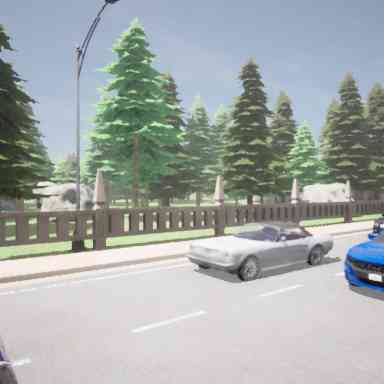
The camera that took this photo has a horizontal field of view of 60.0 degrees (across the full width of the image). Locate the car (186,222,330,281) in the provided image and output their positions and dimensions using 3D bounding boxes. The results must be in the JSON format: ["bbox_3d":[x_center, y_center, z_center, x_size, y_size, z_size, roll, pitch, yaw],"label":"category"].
[{"bbox_3d":[2.154,1.601,9.983,4.718,1.301,1.895,0,0,-37],"label":"car"}]

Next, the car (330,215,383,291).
[{"bbox_3d":[5.753,1.477,8.299,5.008,1.535,1.882,0,0,-37],"label":"car"}]

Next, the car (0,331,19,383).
[{"bbox_3d":[-3.308,1.352,1.542,4.553,1.767,2.097,0,0,-37],"label":"car"}]
